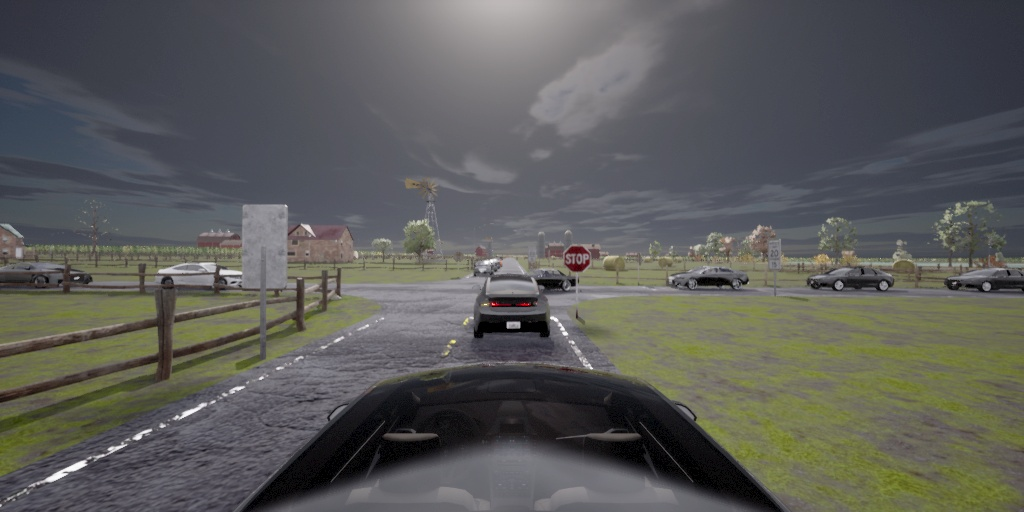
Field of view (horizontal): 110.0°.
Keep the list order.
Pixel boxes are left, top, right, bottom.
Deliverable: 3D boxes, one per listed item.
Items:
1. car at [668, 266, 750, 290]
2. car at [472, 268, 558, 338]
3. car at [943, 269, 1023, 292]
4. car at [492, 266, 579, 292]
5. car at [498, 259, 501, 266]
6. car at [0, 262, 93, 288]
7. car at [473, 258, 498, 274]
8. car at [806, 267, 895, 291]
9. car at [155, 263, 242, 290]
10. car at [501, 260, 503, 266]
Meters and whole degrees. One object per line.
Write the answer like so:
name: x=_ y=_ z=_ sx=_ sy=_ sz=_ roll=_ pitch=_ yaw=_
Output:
car: x=12.800 y=1.391 z=23.477 sx=4.902 sy=1.511 sz=2.128 roll=1 pitch=-1 yaw=-2
car: x=-0.073 y=1.254 z=10.204 sx=1.837 sy=1.490 sz=4.892 roll=0 pitch=0 yaw=-3
car: x=31.704 y=1.582 z=23.768 sx=4.892 sy=1.490 sz=1.837 roll=1 pitch=-1 yaw=-1
car: x=1.501 y=1.365 z=20.250 sx=4.718 sy=1.301 sz=1.895 roll=1 pitch=0 yaw=-35
car: x=-2.848 y=1.230 z=46.337 sx=2.128 sy=1.511 sz=4.902 roll=0 pitch=0 yaw=0
car: x=-26.362 y=1.043 z=20.041 sx=4.181 sy=1.385 sz=1.994 roll=1 pitch=-1 yaw=-1
car: x=-2.856 y=1.234 z=36.891 sx=2.128 sy=1.511 sz=4.902 roll=0 pitch=0 yaw=0
car: x=22.201 y=1.494 z=23.648 sx=4.892 sy=1.490 sz=1.837 roll=1 pitch=-1 yaw=-1
car: x=-17.242 y=1.099 z=20.162 sx=4.674 sy=1.442 sz=1.812 roll=1 pitch=-1 yaw=-1
car: x=-2.817 y=1.227 z=55.879 sx=2.128 sy=1.511 sz=4.902 roll=0 pitch=0 yaw=0
